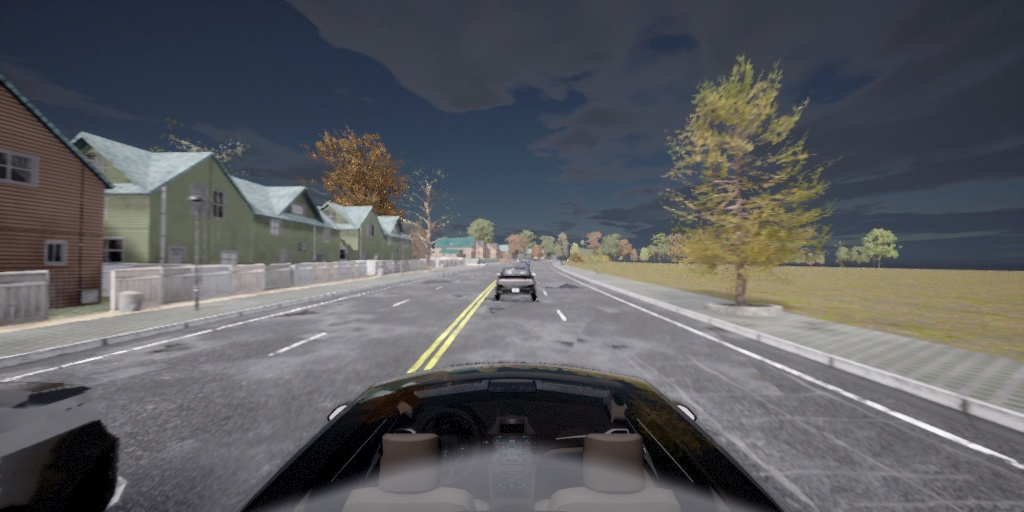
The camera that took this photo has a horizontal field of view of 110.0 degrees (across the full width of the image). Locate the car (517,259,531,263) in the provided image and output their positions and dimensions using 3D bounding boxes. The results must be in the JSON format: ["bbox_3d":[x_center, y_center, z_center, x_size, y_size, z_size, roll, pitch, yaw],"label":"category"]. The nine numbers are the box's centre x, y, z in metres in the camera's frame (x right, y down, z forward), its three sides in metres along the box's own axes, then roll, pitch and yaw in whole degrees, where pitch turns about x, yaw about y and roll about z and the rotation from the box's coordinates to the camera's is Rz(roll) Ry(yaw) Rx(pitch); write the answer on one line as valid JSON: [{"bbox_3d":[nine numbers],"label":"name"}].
[{"bbox_3d":[1.363,1.416,49.062,1.994,1.385,4.181,0,0,3],"label":"car"}]

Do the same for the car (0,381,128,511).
[{"bbox_3d":[-3.334,1.234,0.117,2.128,1.511,4.902,0,0,0],"label":"car"}]

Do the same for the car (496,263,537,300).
[{"bbox_3d":[0.210,1.269,17.965,2.128,1.511,4.902,0,0,1],"label":"car"}]
